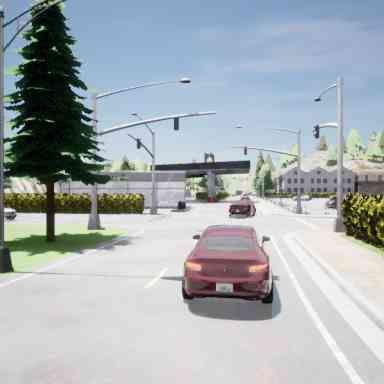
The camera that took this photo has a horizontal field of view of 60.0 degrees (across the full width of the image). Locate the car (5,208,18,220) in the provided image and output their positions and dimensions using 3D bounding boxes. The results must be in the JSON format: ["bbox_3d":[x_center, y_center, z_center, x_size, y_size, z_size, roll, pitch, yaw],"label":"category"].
[{"bbox_3d":[-16.170,1.526,26.160,4.674,1.442,1.812,0,0,9],"label":"car"}]

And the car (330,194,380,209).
[{"bbox_3d":[19.053,1.340,38.853,4.514,1.523,2.007,0,0,9],"label":"car"}]

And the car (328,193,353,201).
[{"bbox_3d":[33.225,1.097,74.496,4.605,1.855,1.932,0,0,9],"label":"car"}]

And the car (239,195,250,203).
[{"bbox_3d":[10.767,1.492,67.828,2.128,1.511,4.902,0,0,10],"label":"car"}]

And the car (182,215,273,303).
[{"bbox_3d":[0.932,1.526,8.159,1.812,1.442,4.674,0,0,9],"label":"car"}]

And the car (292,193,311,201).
[{"bbox_3d":[25.974,1.077,78.983,3.866,1.878,1.905,0,0,9],"label":"car"}]

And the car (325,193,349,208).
[{"bbox_3d":[19.495,1.331,41.959,5.027,1.636,2.152,0,0,9],"label":"car"}]

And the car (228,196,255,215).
[{"bbox_3d":[4.736,1.478,31.267,1.882,1.535,5.008,1,0,19],"label":"car"}]

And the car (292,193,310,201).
[{"bbox_3d":[24.846,1.361,75.796,3.806,1.475,1.970,0,0,9],"label":"car"}]
